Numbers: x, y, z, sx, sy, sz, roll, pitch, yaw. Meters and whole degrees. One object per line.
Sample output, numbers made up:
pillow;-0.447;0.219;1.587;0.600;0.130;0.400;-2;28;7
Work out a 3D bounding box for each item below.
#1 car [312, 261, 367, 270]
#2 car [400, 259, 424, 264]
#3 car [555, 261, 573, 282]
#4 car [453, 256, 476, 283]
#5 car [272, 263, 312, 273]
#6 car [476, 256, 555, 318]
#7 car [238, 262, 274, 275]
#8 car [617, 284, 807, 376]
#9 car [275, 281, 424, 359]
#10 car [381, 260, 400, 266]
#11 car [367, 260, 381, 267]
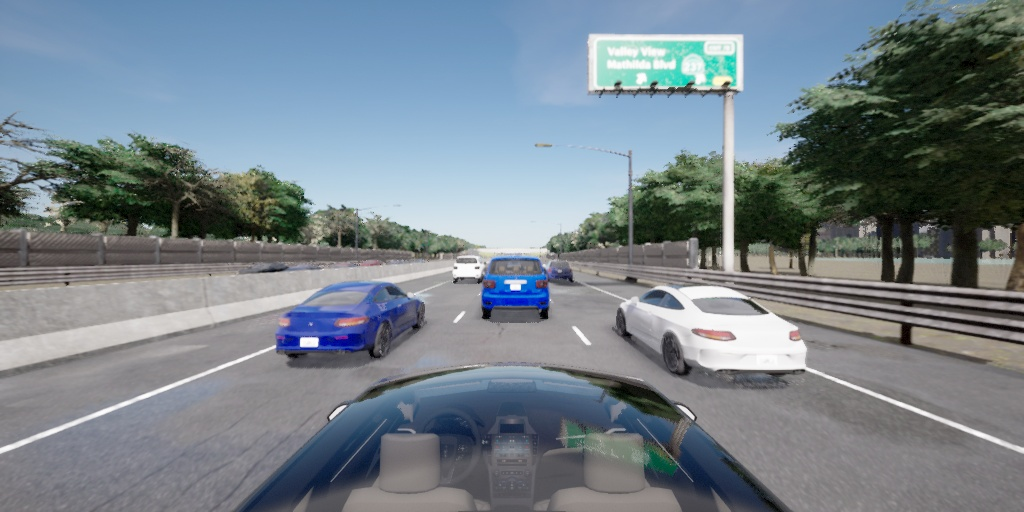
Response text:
car;-14.017;1.341;29.511;1.812;1.442;4.674;0;0;0
car;-13.805;1.219;51.055;2.097;1.767;4.553;0;0;1
car;3.678;1.169;29.526;2.097;1.767;4.553;0;0;0
car;-3.326;1.037;28.822;2.150;2.045;5.566;0;0;0
car;-17.512;1.380;30.037;1.994;1.385;4.181;0;0;0
car;0.111;1.002;13.186;2.150;2.045;5.566;0;0;0
car;-21.007;1.295;30.787;1.882;1.535;5.008;0;0;0
car;3.593;1.291;7.343;1.812;1.442;4.674;0;0;0
car;-3.403;1.293;8.337;1.812;1.442;4.674;0;0;0
car;-17.254;1.367;53.723;2.128;1.511;4.902;0;0;1
car;-20.756;1.350;53.330;1.882;1.535;5.008;0;0;1
